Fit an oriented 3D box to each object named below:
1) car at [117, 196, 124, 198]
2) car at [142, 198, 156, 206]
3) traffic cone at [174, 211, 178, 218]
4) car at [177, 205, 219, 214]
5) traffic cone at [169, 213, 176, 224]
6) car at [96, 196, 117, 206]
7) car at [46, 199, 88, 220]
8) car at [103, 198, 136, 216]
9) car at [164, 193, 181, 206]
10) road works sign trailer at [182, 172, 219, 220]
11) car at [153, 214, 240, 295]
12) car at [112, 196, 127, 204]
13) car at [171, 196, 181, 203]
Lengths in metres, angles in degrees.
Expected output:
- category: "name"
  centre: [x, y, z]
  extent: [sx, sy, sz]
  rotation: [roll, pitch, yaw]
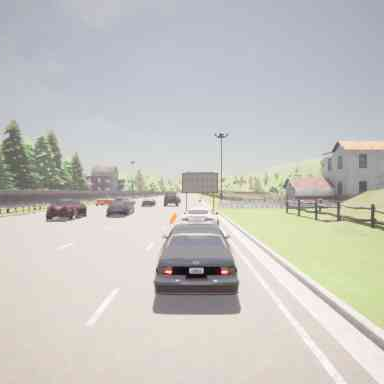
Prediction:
- category: "car"
  centre: [-10.313, 1.600, 53.940]
  extent: [1.895, 1.301, 4.718]
  rotation: [0, 0, 0]
- category: "car"
  centre: [-6.808, 1.601, 53.133]
  extent: [1.895, 1.301, 4.718]
  rotation: [0, 0, 0]
- category: "traffic cone"
  centre: [-1.446, 1.955, 25.203]
  extent: [0.340, 0.580, 0.340]
  rotation: [0, 0, 0]
- category: "car"
  centre: [0.475, 1.540, 18.475]
  extent: [1.812, 1.442, 4.674]
  rotation: [-1, -1, 7]
- category: "traffic cone"
  centre: [-1.449, 1.955, 23.203]
  extent: [0.340, 0.580, 0.340]
  rotation: [0, 0, 0]
- category: "car"
  centre: [-13.814, 1.352, 53.162]
  extent: [2.097, 1.767, 4.553]
  rotation: [0, 0, 0]
- category: "car"
  centre: [-10.354, 1.353, 27.902]
  extent: [2.097, 1.767, 4.553]
  rotation: [0, 0, 0]
- category: "car"
  centre: [-6.848, 1.563, 32.138]
  extent: [1.994, 1.385, 4.181]
  rotation: [0, 0, 0]
- category: "car"
  centre: [-3.312, 1.221, 53.385]
  extent: [2.150, 2.045, 5.566]
  rotation: [0, 0, 0]
- category: "road works sign trailer"
  centre: [0.524, 0.464, 22.089]
  extent: [2.380, 3.560, 2.880]
  rotation: [0, 0, -3]
- category: "car"
  centre: [0.112, 1.547, 8.846]
  extent: [2.033, 1.411, 5.357]
  rotation: [0, 0, 1]
- category: "car"
  centre: [-13.795, 1.526, 63.764]
  extent: [1.812, 1.442, 4.674]
  rotation: [0, 0, 0]
- category: "car"
  centre: [-3.287, 1.564, 68.600]
  extent: [1.994, 1.385, 4.181]
  rotation: [0, 0, 0]
